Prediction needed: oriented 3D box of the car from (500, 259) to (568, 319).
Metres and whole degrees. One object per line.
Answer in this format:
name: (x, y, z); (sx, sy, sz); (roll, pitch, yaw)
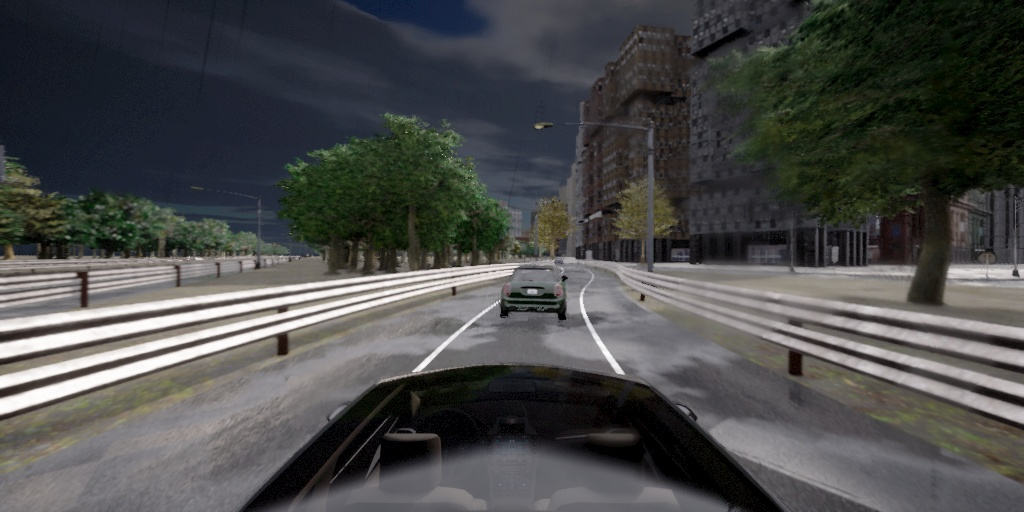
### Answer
car: (0.930, 1.107, 13.052); (2.097, 1.767, 4.553); (1, 0, 8)
